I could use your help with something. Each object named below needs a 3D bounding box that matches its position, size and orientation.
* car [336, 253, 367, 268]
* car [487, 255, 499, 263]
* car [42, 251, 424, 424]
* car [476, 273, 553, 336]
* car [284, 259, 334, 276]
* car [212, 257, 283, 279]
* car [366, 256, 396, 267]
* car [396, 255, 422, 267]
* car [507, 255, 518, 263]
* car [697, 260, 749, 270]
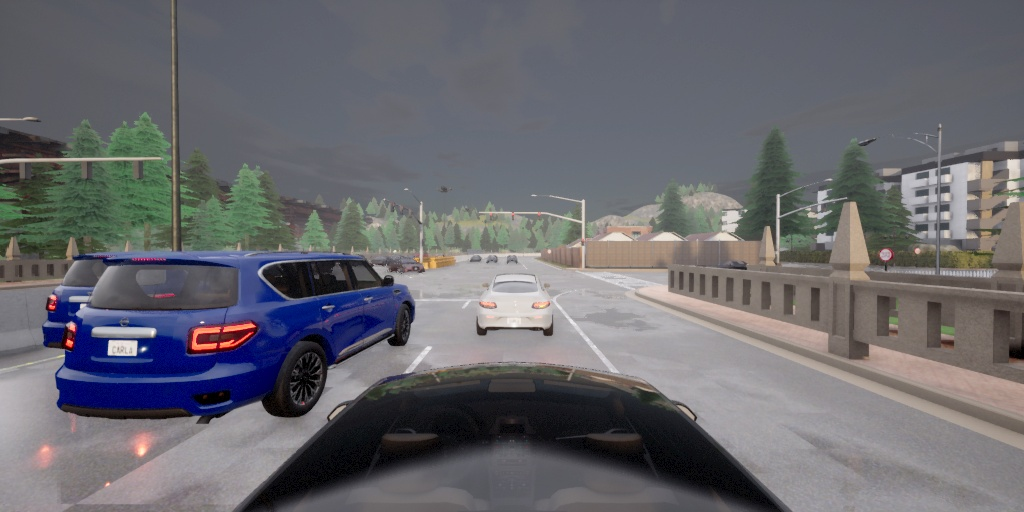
[{"bbox_3d":[-21.145,0.540,47.493,2.097,1.767,4.553,0,1,0],"label":"car"},{"bbox_3d":[-3.469,0.510,64.949,2.033,1.411,5.357,0,1,0],"label":"car"},{"bbox_3d":[-3.487,0.934,6.073,2.150,2.045,5.566,0,1,4],"label":"car"},{"bbox_3d":[0.110,1.195,9.993,1.812,1.442,4.674,0,1,2],"label":"car"},{"bbox_3d":[-17.631,0.959,31.427,1.994,1.385,4.181,0,1,0],"label":"car"},{"bbox_3d":[-21.130,0.918,28.966,2.128,1.511,4.902,0,1,0],"label":"car"},{"bbox_3d":[-17.648,0.721,48.615,2.033,1.411,5.357,0,1,0],"label":"car"},{"bbox_3d":[-14.147,0.655,49.421,2.128,1.511,4.902,0,1,0],"label":"car"},{"bbox_3d":[0.033,0.510,64.959,2.033,1.411,5.357,0,1,0],"label":"car"},{"bbox_3d":[18.037,1.014,29.982,4.718,1.301,1.895,0,1,2],"label":"car"}]
